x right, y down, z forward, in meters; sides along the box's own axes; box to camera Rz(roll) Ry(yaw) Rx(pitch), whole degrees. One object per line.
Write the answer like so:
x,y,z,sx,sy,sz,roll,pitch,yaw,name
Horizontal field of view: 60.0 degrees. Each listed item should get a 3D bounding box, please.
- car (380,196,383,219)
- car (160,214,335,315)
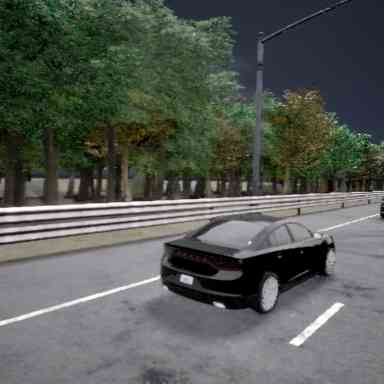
14.248,0.737,22.238,2.150,2.045,5.566,3,3,40,car
1.529,1.224,7.218,1.882,1.535,5.008,3,3,40,car
